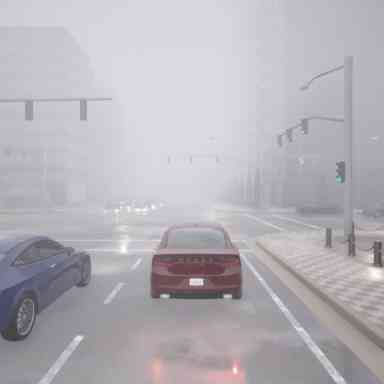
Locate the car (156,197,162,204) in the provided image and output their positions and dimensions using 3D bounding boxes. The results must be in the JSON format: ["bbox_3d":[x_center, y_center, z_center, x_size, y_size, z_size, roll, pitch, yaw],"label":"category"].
[{"bbox_3d":[-6.952,1.491,57.953,2.128,1.511,4.902,0,0,0],"label":"car"}]

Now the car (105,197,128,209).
[{"bbox_3d":[-10.498,1.505,45.561,1.837,1.490,4.892,0,0,0],"label":"car"}]

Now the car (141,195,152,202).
[{"bbox_3d":[-10.332,1.473,76.423,1.882,1.535,5.008,0,0,0],"label":"car"}]

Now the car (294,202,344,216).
[{"bbox_3d":[12.051,1.545,30.919,4.718,1.301,1.895,0,0,1],"label":"car"}]

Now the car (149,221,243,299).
[{"bbox_3d":[0.099,1.478,8.498,1.882,1.535,5.008,0,0,0],"label":"car"}]

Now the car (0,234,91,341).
[{"bbox_3d":[-3.416,1.526,6.370,1.812,1.442,4.674,0,0,0],"label":"car"}]

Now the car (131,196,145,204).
[{"bbox_3d":[-10.395,1.564,64.786,1.994,1.385,4.181,0,0,1],"label":"car"}]

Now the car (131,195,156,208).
[{"bbox_3d":[-6.990,1.491,48.646,2.128,1.511,4.902,0,0,0],"label":"car"}]

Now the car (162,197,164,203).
[{"bbox_3d":[-6.857,1.601,68.244,1.895,1.301,4.718,0,0,0],"label":"car"}]

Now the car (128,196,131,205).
[{"bbox_3d":[-10.468,1.491,54.788,2.128,1.511,4.902,0,0,0],"label":"car"}]

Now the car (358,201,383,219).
[{"bbox_3d":[16.340,1.436,27.373,4.902,1.511,2.128,0,0,0],"label":"car"}]
